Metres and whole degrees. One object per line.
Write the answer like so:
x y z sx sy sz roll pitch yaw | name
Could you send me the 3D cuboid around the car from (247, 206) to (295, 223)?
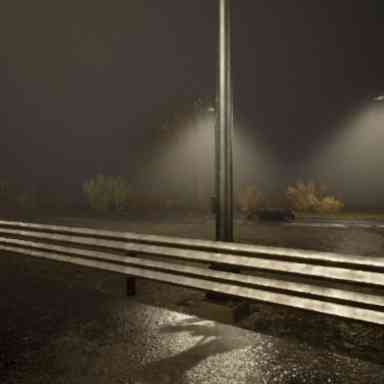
6.904 1.941 29.273 4.181 1.385 1.994 0 0 12 | car
